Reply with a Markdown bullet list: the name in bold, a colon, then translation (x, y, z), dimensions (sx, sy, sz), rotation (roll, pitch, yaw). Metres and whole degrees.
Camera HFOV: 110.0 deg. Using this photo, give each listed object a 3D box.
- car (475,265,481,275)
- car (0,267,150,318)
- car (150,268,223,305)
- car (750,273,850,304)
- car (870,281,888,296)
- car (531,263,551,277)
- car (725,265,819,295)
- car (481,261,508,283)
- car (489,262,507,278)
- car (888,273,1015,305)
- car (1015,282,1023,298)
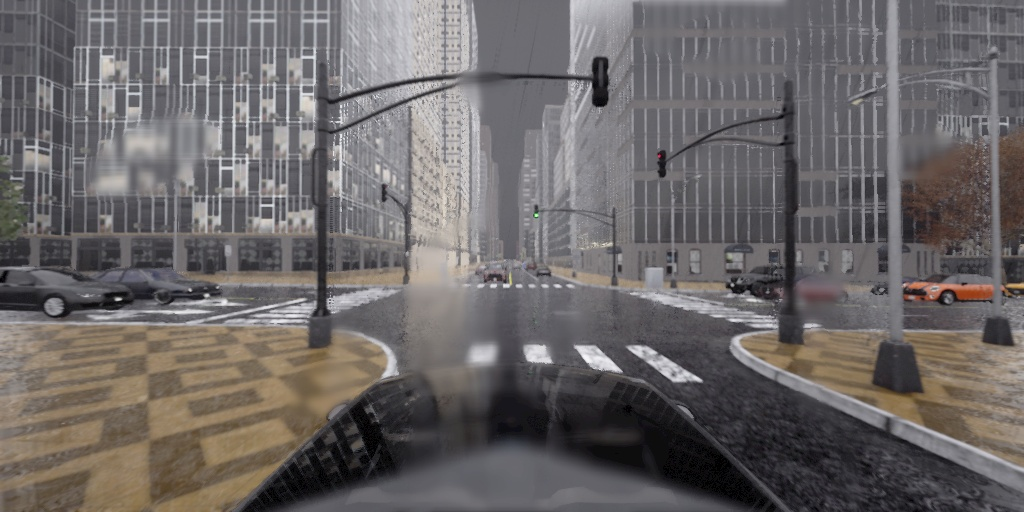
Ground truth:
- **car**: translation (-4.160, 1.959, 49.789), dimensions (1.802, 1.307, 4.207), rotation (0, 0, 0)
- **car**: translation (-15.386, 1.128, 11.717), dimensions (4.892, 1.490, 1.837), rotation (1, -1, -3)
- **car**: translation (-15.389, 1.212, 15.005), dimensions (5.357, 1.411, 2.033), rotation (1, -1, 0)
- **car**: translation (16.155, 1.863, 19.968), dimensions (4.181, 1.385, 1.994), rotation (1, -1, -3)
- **car**: translation (26.368, 2.092, 23.723), dimensions (4.181, 1.385, 1.994), rotation (1, -1, -3)
- **car**: translation (3.808, 1.874, 44.319), dimensions (1.948, 1.339, 4.313), rotation (0, 0, 0)
- **car**: translation (16.978, 1.577, 23.266), dimensions (5.566, 2.045, 2.150), rotation (1, -1, -3)
- **car**: translation (-1.552, 1.532, 33.913), dimensions (2.097, 1.767, 4.553), rotation (0, -1, -1)
- **car**: translation (-1.652, 1.656, 43.968), dimensions (2.097, 1.767, 4.553), rotation (0, -1, 0)
- **car**: translation (24.849, 1.811, 20.394), dimensions (4.553, 1.767, 2.097), rotation (1, -1, -3)
- **car**: translation (36.398, 2.191, 24.204), dimensions (5.008, 1.535, 1.882), rotation (1, -1, -3)
